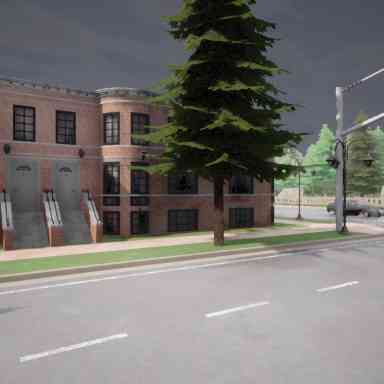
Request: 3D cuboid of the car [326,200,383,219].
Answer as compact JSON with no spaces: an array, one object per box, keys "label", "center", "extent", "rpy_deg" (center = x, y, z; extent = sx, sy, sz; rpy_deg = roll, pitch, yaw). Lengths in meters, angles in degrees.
[{"label":"car","center":[14.158,1.492,29.036],"extent":[2.128,1.511,4.902],"rpy_deg":[0,0,-30]}]
